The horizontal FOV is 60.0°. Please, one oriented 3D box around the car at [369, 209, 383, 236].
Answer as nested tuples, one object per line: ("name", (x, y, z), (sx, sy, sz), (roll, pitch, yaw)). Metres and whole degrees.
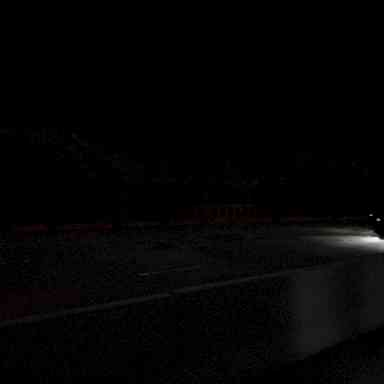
("car", (12.143, 1.799, 18.202), (4.181, 1.385, 1.994), (1, 0, -23))
